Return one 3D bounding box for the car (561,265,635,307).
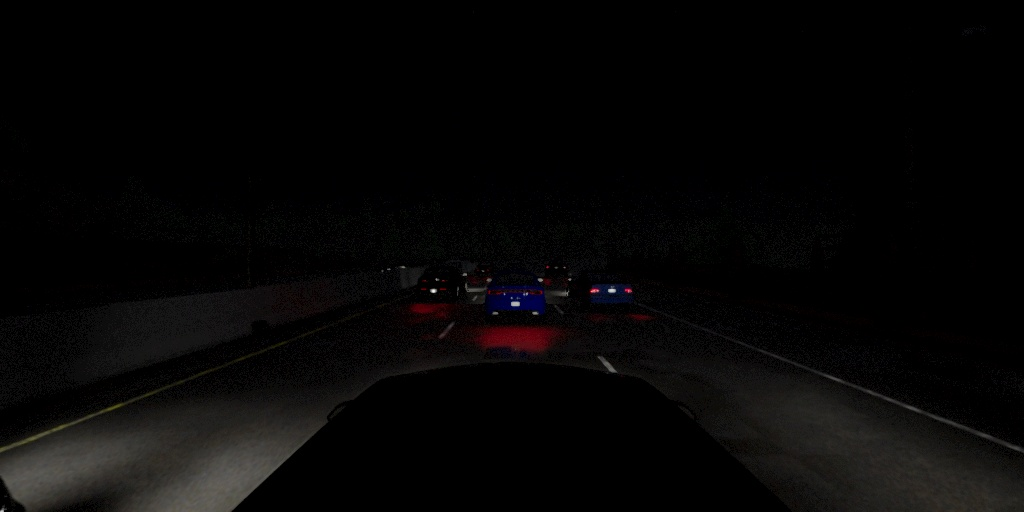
[{"bbox_3d":[3.600,1.301,15.429,2.033,1.411,5.357,0,0,0],"label":"car"}]

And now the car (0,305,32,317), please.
[{"bbox_3d":[-10.601,1.298,4.916,2.033,1.411,5.357,0,0,0],"label":"car"}]

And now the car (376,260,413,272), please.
[{"bbox_3d":[-12.982,1.269,39.224,1.837,1.490,4.892,0,0,8],"label":"car"}]

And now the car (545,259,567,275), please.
[{"bbox_3d":[4.317,1.094,35.124,2.097,1.767,4.553,0,0,6],"label":"car"}]

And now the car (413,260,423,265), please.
[{"bbox_3d":[-14.366,1.273,50.491,2.128,1.511,4.902,0,0,14],"label":"car"}]

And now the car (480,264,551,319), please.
[{"bbox_3d":[0.100,1.230,12.807,1.882,1.535,5.008,0,0,0],"label":"car"}]

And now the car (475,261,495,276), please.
[{"bbox_3d":[-2.527,1.276,36.919,1.812,1.442,4.674,0,0,7],"label":"car"}]

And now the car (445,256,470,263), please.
[{"bbox_3d":[-7.455,0.987,49.465,2.150,2.045,5.566,0,0,14],"label":"car"}]

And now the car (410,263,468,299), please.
[{"bbox_3d":[-3.400,1.259,17.959,1.837,1.490,4.892,0,0,0],"label":"car"}]

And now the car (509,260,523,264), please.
[{"bbox_3d":[0.364,1.298,31.025,2.033,1.411,5.357,0,0,4],"label":"car"}]
